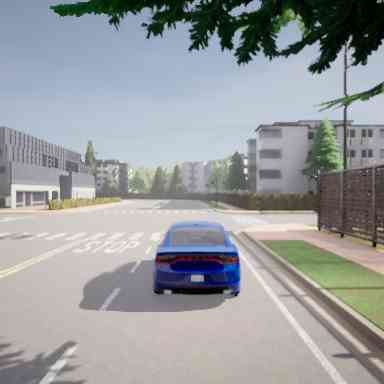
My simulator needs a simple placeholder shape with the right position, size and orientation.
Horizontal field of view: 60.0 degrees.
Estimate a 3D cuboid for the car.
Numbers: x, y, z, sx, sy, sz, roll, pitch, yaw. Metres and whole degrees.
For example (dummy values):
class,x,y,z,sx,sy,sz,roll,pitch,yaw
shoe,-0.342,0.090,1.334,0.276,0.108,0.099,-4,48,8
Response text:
class,x,y,z,sx,sy,sz,roll,pitch,yaw
car,0.117,1.502,8.858,1.882,1.535,5.008,0,0,0
